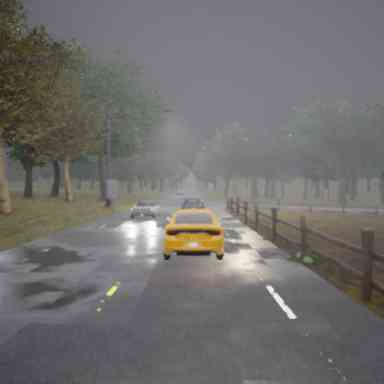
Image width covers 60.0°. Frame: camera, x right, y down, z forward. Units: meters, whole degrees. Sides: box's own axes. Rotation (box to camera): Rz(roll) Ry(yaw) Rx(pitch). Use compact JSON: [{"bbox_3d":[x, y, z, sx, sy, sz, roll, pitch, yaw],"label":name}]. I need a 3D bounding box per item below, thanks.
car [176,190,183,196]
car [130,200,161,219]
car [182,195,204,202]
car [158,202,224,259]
[{"bbox_3d":[-3.486,0.279,94.307,1.882,1.535,5.008,0,1,0],"label":"car"},{"bbox_3d":[-3.555,1.305,25.851,1.895,1.301,4.718,0,1,0],"label":"car"},{"bbox_3d":[0.079,1.236,28.488,1.994,1.385,4.181,0,1,0],"label":"car"},{"bbox_3d":[0.066,1.340,12.025,1.882,1.535,5.008,0,1,1],"label":"car"}]
